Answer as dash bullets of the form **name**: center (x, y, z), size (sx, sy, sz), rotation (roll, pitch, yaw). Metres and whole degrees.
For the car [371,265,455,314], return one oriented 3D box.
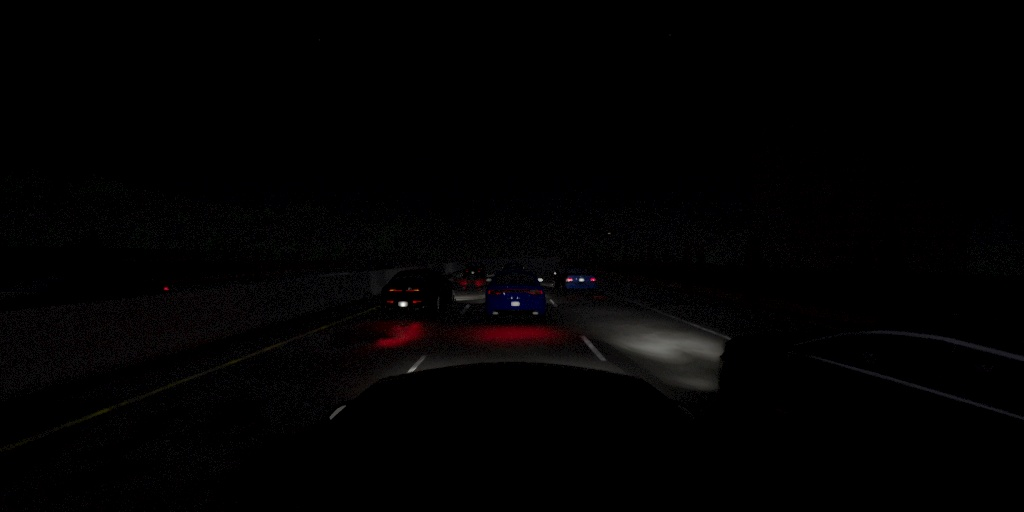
- **car**: center (-3.397, 1.249, 13.610), size (1.837, 1.490, 4.892), rotation (0, 0, 0)

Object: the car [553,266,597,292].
- **car**: center (3.604, 1.287, 21.076), size (2.033, 1.411, 5.357), rotation (0, 0, 0)

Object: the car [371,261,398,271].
- **car**: center (-17.526, 1.326, 49.513), size (1.895, 1.301, 4.718), rotation (0, 0, 1)

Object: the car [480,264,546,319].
- **car**: center (0.103, 1.222, 12.785), size (1.882, 1.535, 5.008), rotation (0, 0, 0)

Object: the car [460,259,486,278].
- **car**: center (-3.407, 1.259, 33.410), size (1.812, 1.442, 4.674), rotation (0, 0, 0)

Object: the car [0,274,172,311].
- **car**: center (-14.097, 1.293, 11.450), size (2.033, 1.411, 5.357), rotation (0, 0, 0)

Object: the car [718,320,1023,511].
- **car**: center (3.600, 1.241, 2.725), size (2.128, 1.511, 4.902), rotation (0, 0, 0)

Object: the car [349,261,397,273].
- **car**: center (-10.587, 1.242, 26.923), size (1.837, 1.490, 4.892), rotation (0, 0, 0)

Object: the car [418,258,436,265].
- **car**: center (-13.991, 1.070, 59.163), size (2.097, 1.767, 4.553), rotation (0, 0, 0)
